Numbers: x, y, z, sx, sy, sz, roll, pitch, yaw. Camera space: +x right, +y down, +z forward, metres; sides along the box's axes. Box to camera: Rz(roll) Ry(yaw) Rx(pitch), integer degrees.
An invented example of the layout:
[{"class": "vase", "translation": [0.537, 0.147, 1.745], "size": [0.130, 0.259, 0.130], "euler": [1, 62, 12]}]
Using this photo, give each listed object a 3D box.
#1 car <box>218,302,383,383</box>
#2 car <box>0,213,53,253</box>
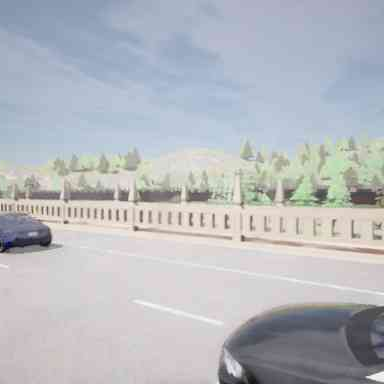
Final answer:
[{"class": "car", "translation": [2.468, 1.492, 2.232], "size": [4.902, 1.511, 2.128], "euler": [0, 0, 36]}, {"class": "car", "translation": [-7.651, 1.556, 13.756], "size": [4.181, 1.385, 1.994], "euler": [0, 0, 36]}]
